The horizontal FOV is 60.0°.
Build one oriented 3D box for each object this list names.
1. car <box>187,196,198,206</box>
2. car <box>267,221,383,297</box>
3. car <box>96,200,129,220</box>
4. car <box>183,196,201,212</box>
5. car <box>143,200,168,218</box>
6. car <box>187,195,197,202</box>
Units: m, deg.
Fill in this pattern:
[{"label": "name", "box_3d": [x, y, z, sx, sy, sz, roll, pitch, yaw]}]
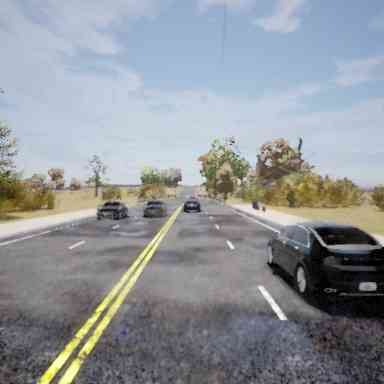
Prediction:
[{"label": "car", "box_3d": [0.104, 1.486, 54.931, 1.812, 1.442, 4.674, 0, 0, 0]}, {"label": "car", "box_3d": [3.250, 1.502, 8.567, 1.837, 1.490, 4.892, 0, 0, 0]}, {"label": "car", "box_3d": [-6.545, 1.491, 27.743, 1.837, 1.490, 4.892, 0, 0, 0]}, {"label": "car", "box_3d": [0.001, 1.478, 39.021, 2.163, 1.488, 4.792, 0, 0, 0]}, {"label": "car", "box_3d": [-3.274, 1.490, 30.237, 1.837, 1.490, 4.892, 0, -1, 0]}, {"label": "car", "box_3d": [0.006, 1.483, 73.481, 2.033, 1.411, 5.357, 0, 0, 0]}]
